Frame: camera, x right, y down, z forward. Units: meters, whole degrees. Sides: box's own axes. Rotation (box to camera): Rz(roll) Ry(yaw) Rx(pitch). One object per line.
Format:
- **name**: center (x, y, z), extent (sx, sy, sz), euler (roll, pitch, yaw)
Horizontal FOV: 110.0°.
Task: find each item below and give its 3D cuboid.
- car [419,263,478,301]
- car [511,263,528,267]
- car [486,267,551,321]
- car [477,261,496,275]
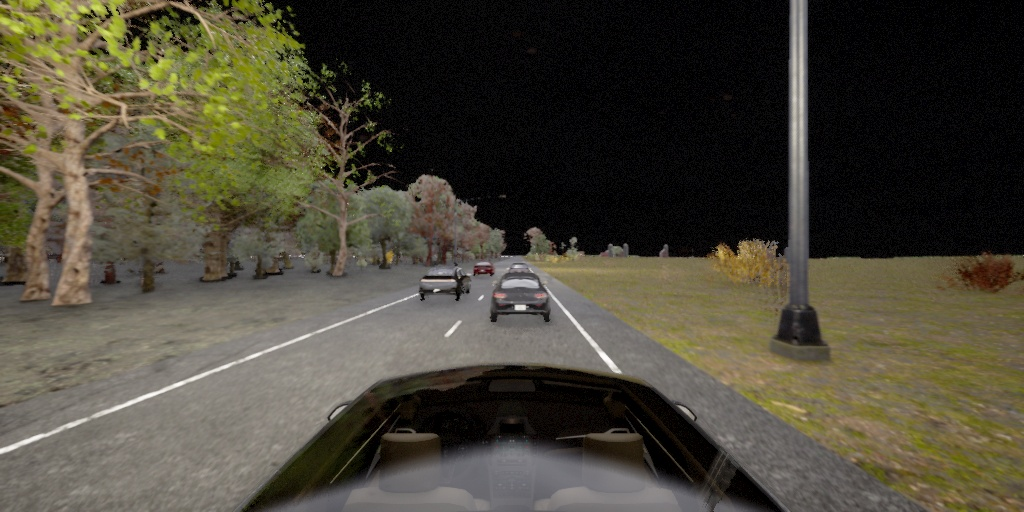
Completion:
- **car**: center (-3.120, 1.248, 17.469), extent (2.128, 1.511, 4.902), euler (0, 0, 1)
- **car**: center (0.625, 1.305, 30.419), extent (2.033, 1.411, 5.357), euler (0, 0, 1)
- **car**: center (0.281, 1.278, 12.343), extent (1.812, 1.442, 4.674), euler (0, 0, 1)
- **car**: center (-2.761, 1.240, 36.510), extent (1.882, 1.535, 5.008), euler (0, 0, 1)
